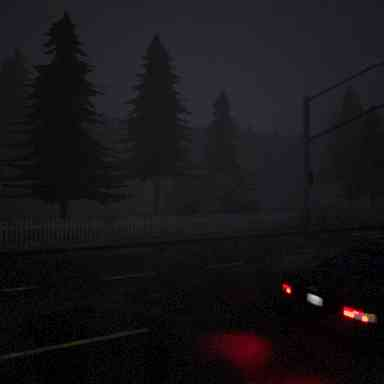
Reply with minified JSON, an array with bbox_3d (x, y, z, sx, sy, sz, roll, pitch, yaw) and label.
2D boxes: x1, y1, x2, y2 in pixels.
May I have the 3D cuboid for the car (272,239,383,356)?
[{"bbox_3d":[3.968,1.546,5.730,5.357,1.411,2.033,0,0,-26],"label":"car"}]
